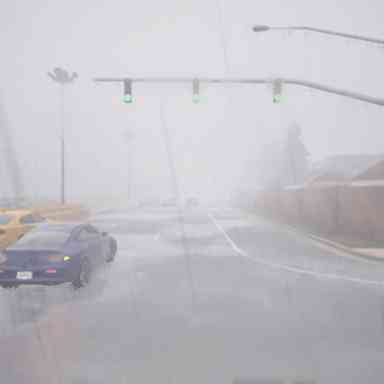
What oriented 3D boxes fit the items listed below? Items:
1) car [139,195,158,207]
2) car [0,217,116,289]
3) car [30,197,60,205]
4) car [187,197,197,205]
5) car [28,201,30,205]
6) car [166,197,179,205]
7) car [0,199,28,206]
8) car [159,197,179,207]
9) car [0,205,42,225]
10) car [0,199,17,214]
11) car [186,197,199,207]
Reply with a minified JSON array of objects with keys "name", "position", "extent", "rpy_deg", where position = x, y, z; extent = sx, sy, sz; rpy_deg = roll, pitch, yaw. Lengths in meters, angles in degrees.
[{"name":"car","position":[-6.995,1.560,51.509],"extent":[2.033,1.411,5.357],"rpy_deg":[0,0,0]},{"name":"car","position":[-3.399,1.528,9.058],"extent":[1.812,1.442,4.674],"rpy_deg":[0,0,0]},{"name":"car","position":[-17.496,1.574,40.710],"extent":[1.994,1.385,4.181],"rpy_deg":[0,0,0]},{"name":"car","position":[0.006,1.615,60.882],"extent":[1.895,1.301,4.718],"rpy_deg":[0,0,0]},{"name":"car","position":[-20.995,1.489,46.046],"extent":[1.882,1.535,5.008],"rpy_deg":[0,0,0]},{"name":"car","position":[-3.494,1.562,60.436],"extent":[2.033,1.411,5.357],"rpy_deg":[0,0,0]},{"name":"car","position":[-17.558,1.534,30.923],"extent":[1.812,1.442,4.674],"rpy_deg":[0,0,0]},{"name":"car","position":[-3.494,1.576,50.647],"extent":[1.994,1.385,4.181],"rpy_deg":[0,0,0]},{"name":"car","position":[-6.897,1.481,13.087],"extent":[1.882,1.535,5.008],"rpy_deg":[0,0,0]},{"name":"car","position":[-21.031,1.514,35.773],"extent":[1.837,1.490,4.892],"rpy_deg":[0,0,1]},{"name":"car","position":[0.008,1.517,50.433],"extent":[1.837,1.490,4.892],"rpy_deg":[0,0,0]}]
